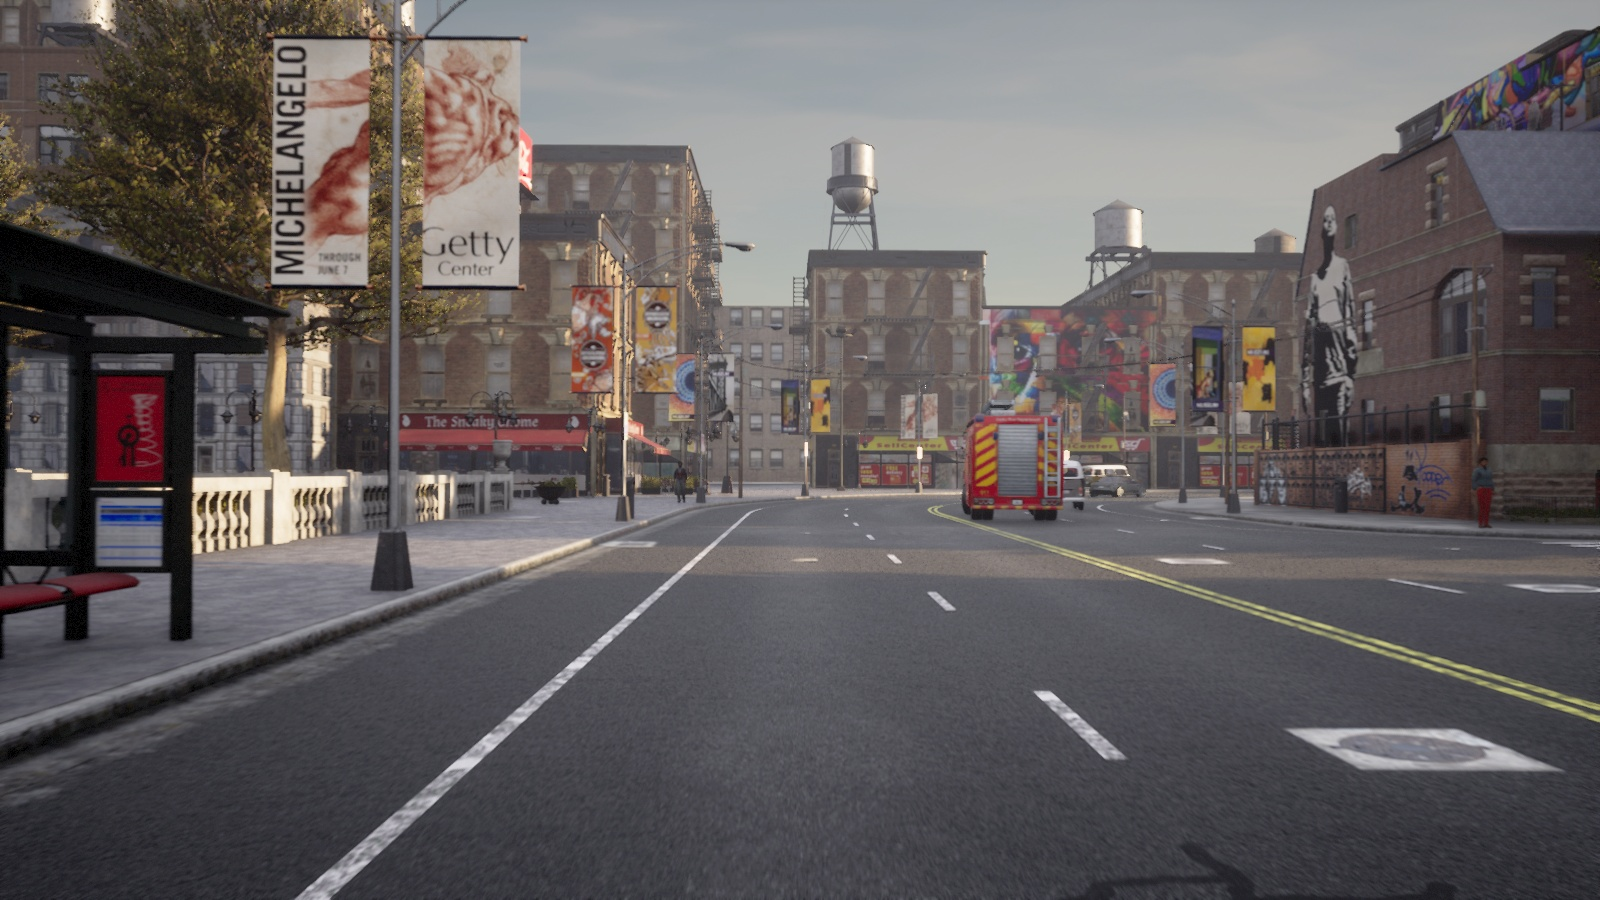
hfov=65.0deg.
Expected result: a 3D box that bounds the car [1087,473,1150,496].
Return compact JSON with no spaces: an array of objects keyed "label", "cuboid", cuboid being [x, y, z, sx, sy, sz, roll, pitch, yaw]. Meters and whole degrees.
[{"label":"car","cuboid":[19.912,2.113,78.477,1.994,1.385,4.181,-1,-1,44]}]

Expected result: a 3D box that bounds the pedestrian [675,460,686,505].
[{"label":"pedestrian","cuboid":[-5.160,1.401,54.310,0.402,1.930,0.666,0,-1,2]}]

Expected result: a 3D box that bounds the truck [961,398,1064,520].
[{"label":"truck","cuboid":[7.197,0.350,43.571,2.891,3.827,8.468,0,-1,6]}]

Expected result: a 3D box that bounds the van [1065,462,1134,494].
[{"label":"van","cuboid":[19.855,1.851,83.157,4.480,2.038,2.069,1,-1,-38]}]

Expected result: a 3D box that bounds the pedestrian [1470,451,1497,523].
[{"label":"pedestrian","cuboid":[17.741,0.946,32.603,0.353,1.847,0.614,0,-1,3]}]

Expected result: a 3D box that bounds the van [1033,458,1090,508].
[{"label":"van","cuboid":[11.040,1.386,53.319,2.069,2.038,4.480,-1,-1,8]}]
